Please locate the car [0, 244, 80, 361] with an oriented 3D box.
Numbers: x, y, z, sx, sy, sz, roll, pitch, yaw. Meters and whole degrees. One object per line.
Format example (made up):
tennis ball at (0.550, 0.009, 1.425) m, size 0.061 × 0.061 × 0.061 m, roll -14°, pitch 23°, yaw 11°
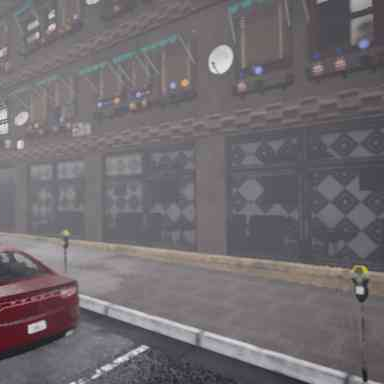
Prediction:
car at (-3.712, 1.514, 5.393) m, size 4.507 × 1.381 × 1.887 m, roll 0°, pitch -1°, yaw 36°
